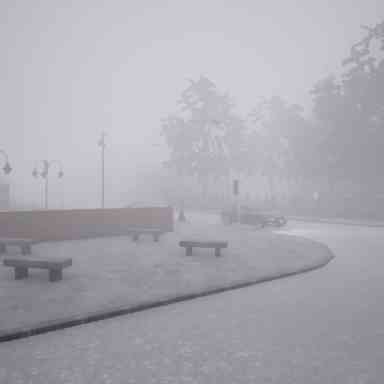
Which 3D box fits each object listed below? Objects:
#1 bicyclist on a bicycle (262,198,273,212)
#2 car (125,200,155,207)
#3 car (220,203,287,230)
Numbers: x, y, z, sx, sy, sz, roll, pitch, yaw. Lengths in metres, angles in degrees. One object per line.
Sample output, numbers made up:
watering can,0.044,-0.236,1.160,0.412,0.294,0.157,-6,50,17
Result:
bicyclist on a bicycle,7.079,1.349,31.453,1.656,1.620,0.582,0,0,-35
car,-5.377,1.564,34.512,1.994,1.385,4.181,0,0,-35
car,3.850,1.505,21.512,1.837,1.490,4.892,0,0,-35
